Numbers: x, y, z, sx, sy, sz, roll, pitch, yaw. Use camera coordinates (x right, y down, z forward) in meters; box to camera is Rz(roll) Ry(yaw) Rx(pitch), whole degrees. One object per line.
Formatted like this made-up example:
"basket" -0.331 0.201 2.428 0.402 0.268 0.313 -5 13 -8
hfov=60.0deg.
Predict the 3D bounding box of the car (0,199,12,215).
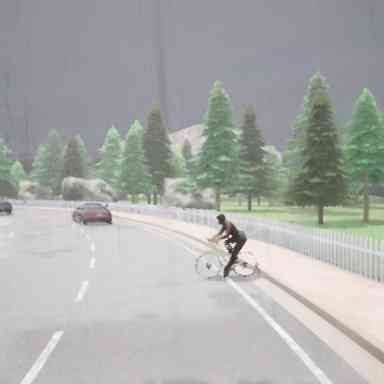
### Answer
"car" -18.866 1.399 31.722 4.902 1.511 2.128 0 0 41

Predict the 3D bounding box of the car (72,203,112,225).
"car" -7.140 1.495 23.548 1.994 1.385 4.181 0 0 -31

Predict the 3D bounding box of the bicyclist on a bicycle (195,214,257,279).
"bicyclist on a bicycle" 0.885 1.383 8.416 1.656 1.620 0.582 0 0 -11
